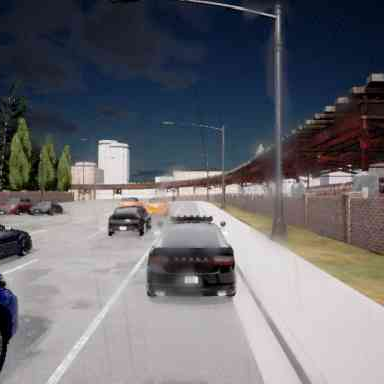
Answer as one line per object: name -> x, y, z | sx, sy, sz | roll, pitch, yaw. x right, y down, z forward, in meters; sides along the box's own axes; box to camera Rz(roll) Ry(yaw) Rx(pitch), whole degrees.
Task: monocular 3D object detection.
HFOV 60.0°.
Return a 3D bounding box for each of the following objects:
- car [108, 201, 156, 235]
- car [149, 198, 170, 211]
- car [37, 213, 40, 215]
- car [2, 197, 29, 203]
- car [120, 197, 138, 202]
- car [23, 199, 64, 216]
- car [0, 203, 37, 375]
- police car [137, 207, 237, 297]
car -> -3.396, 1.514, 18.765 | 1.837, 1.490, 4.892 | 0, 0, 0
car -> -3.302, 1.366, 32.576 | 2.097, 1.767, 4.553 | 0, 0, 0
car -> -6.797, 1.568, 10.403 | 1.994, 1.385, 4.181 | 0, 0, 0
car -> -17.495, 1.366, 32.892 | 2.097, 1.767, 4.553 | 0, 0, 0
car -> -6.799, 1.368, 36.980 | 2.097, 1.767, 4.553 | 0, 0, 0
car -> -13.996, 1.578, 32.042 | 1.994, 1.385, 4.181 | 0, 0, 0
car -> -3.299, 1.223, 1.894 | 2.150, 2.045, 5.566 | 0, 0, 0
police car -> -0.012, 1.428, 8.762 | 1.930, 1.638, 5.238 | 0, 0, 0
